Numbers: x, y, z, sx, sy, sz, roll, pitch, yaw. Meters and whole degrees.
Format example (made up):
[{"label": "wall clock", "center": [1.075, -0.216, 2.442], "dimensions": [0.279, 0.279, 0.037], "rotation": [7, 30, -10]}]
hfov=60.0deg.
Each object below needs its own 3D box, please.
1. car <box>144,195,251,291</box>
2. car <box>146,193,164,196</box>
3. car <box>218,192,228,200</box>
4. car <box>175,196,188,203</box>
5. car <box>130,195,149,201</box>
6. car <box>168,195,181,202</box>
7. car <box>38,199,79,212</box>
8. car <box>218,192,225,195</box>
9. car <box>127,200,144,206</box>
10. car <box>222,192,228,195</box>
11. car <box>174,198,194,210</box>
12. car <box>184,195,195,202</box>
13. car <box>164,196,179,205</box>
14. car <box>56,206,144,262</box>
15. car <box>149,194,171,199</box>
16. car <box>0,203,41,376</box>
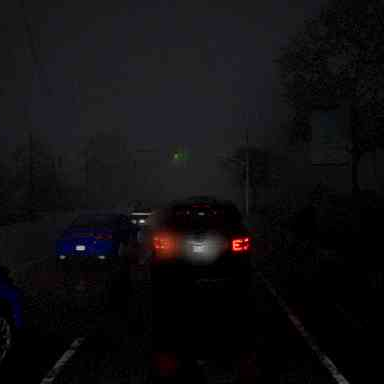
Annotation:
[{"label": "car", "center": [0.252, 1.221, 9.193], "dimensions": [2.150, 2.045, 5.566], "rotation": [0, 0, 1]}, {"label": "car", "center": [-7.001, 1.221, 57.779], "dimensions": [2.150, 2.045, 5.566], "rotation": [0, 0, 7]}, {"label": "car", "center": [8.382, 1.093, 88.590], "dimensions": [2.150, 2.045, 5.566], "rotation": [0, 0, 11]}, {"label": "car", "center": [-2.111, 1.564, 67.862], "dimensions": [1.994, 1.385, 4.181], "rotation": [0, 0, 9]}, {"label": "car", "center": [-8.026, 1.564, 48.479], "dimensions": [1.994, 1.385, 4.181], "rotation": [0, 0, 6]}, {"label": "car", "center": [-4.066, 1.525, 78.304], "dimensions": [2.128, 1.511, 4.902], "rotation": [0, 0, 9]}, {"label": "car", "center": [-15.486, 1.546, 37.366], "dimensions": [5.357, 1.411, 2.033], "rotation": [0, 0, 3]}, {"label": "car", "center": [0.593, 1.221, 19.526], "dimensions": [2.150, 2.045, 5.566], "rotation": [0, 0, 2]}, {"label": "car", "center": [-2.801, 1.492, 21.804], "dimensions": [2.128, 1.511, 4.902], "rotation": [0, 0, 2]}, {"label": "car", "center": [6.596, 1.350, 78.424], "dimensions": [2.097, 1.767, 4.553], "rotation": [0, 0, 10]}, {"label": "car", "center": [-1.057, 1.525, 44.686], "dimensions": [1.812, 1.442, 4.674], "rotation": [1, 0, 10]}, {"label": "car", "center": [-0.550, 1.478, 78.121], "dimensions": [1.882, 1.535, 5.008], "rotation": [0, 0, 9]}, {"label": "car", "center": [-3.460, 1.526, 57.872], "dimensions": [1.812, 1.442, 4.674], "rotation": [0, 0, 7]}, {"label": "car", "center": [-3.171, 1.478, 12.147], "dimensions": [1.882, 1.535, 5.008], "rotation": [0, 0, 2]}, {"label": "car", "center": [-4.495, 1.477, 48.612], "dimensions": [1.882, 1.535, 5.008], "rotation": [0, 0, 6]}, {"label": "car", "center": [-3.363, 1.221, 2.145], "dimensions": [2.150, 2.045, 5.566], "rotation": [0, 0, 0]}]
